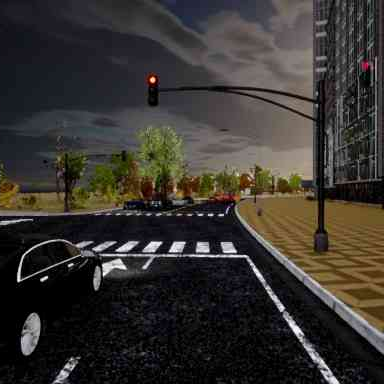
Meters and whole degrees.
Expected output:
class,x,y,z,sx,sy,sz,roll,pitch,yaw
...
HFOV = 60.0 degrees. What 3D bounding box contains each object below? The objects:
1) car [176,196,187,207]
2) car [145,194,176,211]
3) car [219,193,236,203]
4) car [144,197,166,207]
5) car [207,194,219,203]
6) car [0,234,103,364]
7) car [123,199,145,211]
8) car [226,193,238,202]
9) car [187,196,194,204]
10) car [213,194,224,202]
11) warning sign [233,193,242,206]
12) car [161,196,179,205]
class,x,y,z,sx,sy,sz,roll,pitch,yaw
car,-2.475,1.604,51.460,1.895,1.301,4.718,0,0,9
car,-3.834,1.222,41.536,2.150,2.045,5.566,0,0,7
car,7.608,1.239,70.055,2.150,2.045,5.566,0,0,12
car,-5.718,1.492,51.735,2.128,1.511,4.902,0,0,9
car,4.491,1.573,71.177,1.994,1.385,4.181,0,0,12
car,-3.014,1.504,5.846,1.837,1.490,4.892,0,0,1
car,-7.103,1.563,41.503,1.994,1.385,4.181,0,0,7
car,9.760,1.246,80.347,2.150,2.045,5.566,0,0,14
car,-0.771,1.532,61.686,1.812,1.442,4.674,0,0,10
car,6.454,1.373,80.486,2.097,1.767,4.553,0,0,14
warning sign,6.538,1.122,48.170,1.300,1.860,1.060,0,0,8
car,-4.032,1.495,61.936,2.128,1.511,4.902,0,0,10
